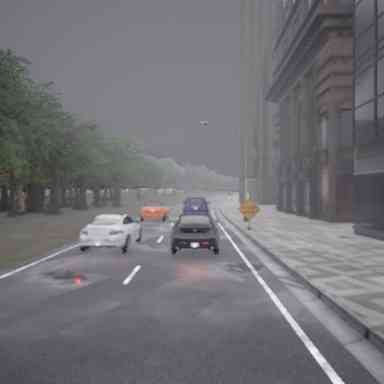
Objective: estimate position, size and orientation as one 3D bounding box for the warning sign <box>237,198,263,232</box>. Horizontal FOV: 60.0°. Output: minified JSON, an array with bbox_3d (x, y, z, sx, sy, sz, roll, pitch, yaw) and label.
[{"bbox_3d":[3.249,1.261,18.902,1.300,1.860,1.060,0,0,1],"label":"warning sign"}]

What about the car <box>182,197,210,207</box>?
[{"bbox_3d":[0.348,1.416,28.847,2.150,2.045,5.566,0,0,1],"label":"car"}]

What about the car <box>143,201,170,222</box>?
[{"bbox_3d":[-3.148,1.548,28.963,2.097,1.767,4.553,0,0,1],"label":"car"}]

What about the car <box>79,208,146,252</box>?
[{"bbox_3d":[-3.363,1.638,14.289,1.812,1.442,4.674,0,0,1],"label":"car"}]

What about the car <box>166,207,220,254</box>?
[{"bbox_3d":[0.136,1.621,14.152,1.837,1.490,4.892,0,0,1],"label":"car"}]
